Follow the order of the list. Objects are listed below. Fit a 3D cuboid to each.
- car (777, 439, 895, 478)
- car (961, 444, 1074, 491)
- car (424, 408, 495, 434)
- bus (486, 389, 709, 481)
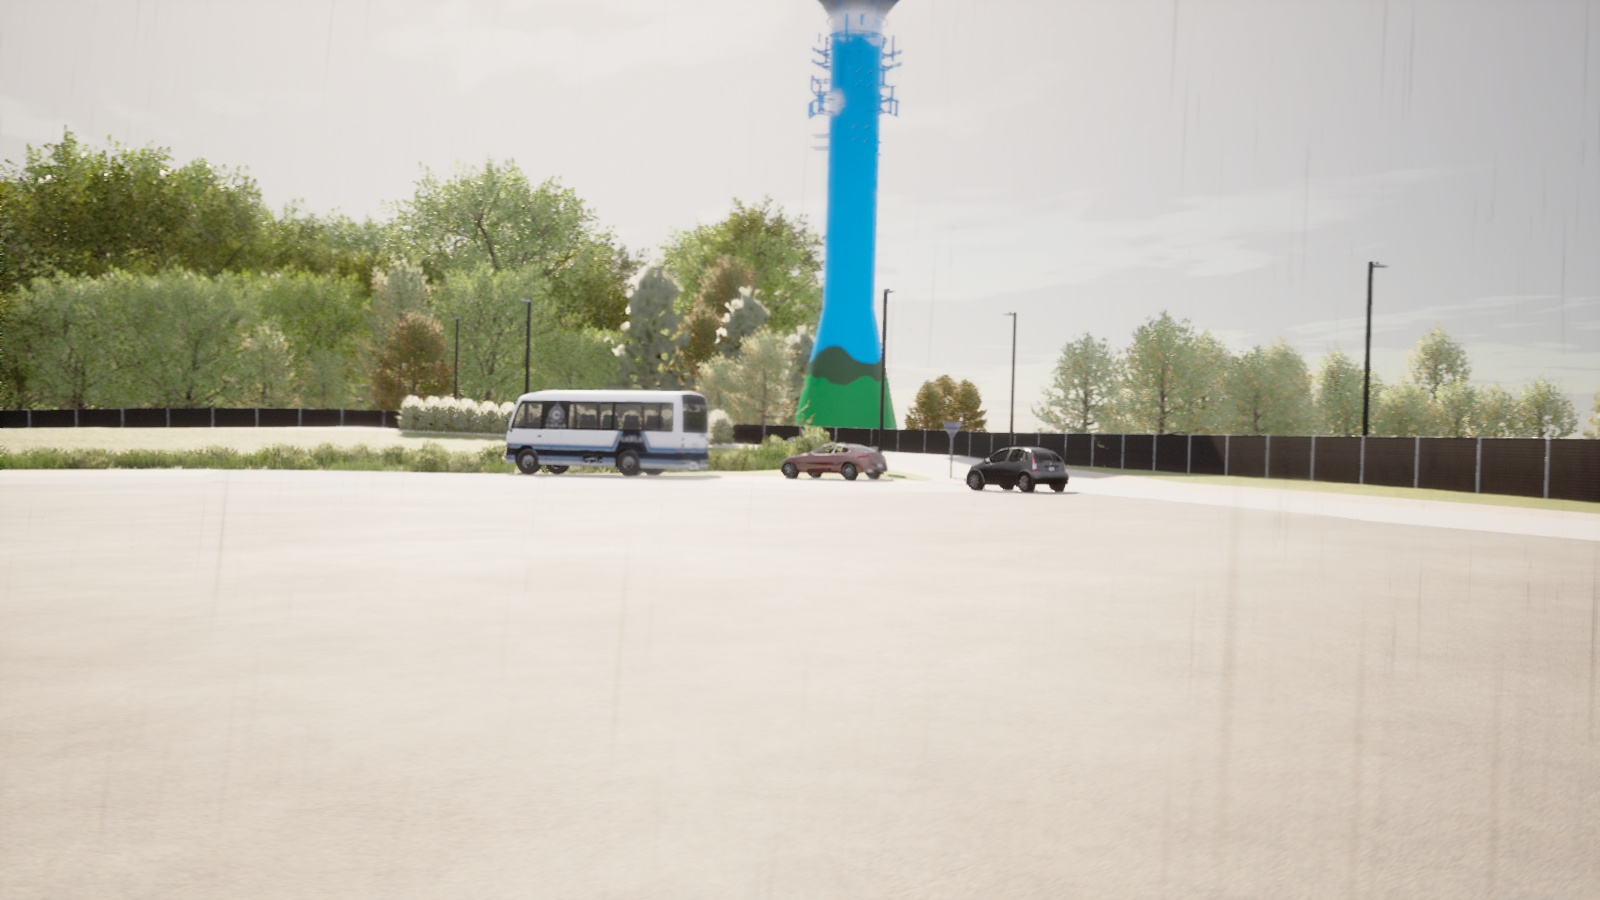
[{"bbox_3d":[1.605,0.340,56.790,5.027,1.651,2.152,1,1,38],"label":"car"},{"bbox_3d":[7.810,0.611,45.434,1.851,1.617,3.988,0,0,-32],"label":"car"},{"bbox_3d":[-24.641,-2.061,91.111,4.856,1.649,2.033,2,0,-13],"label":"car"},{"bbox_3d":[-10.031,-0.787,62.256,10.273,4.253,3.944,1,1,21],"label":"bus"}]
